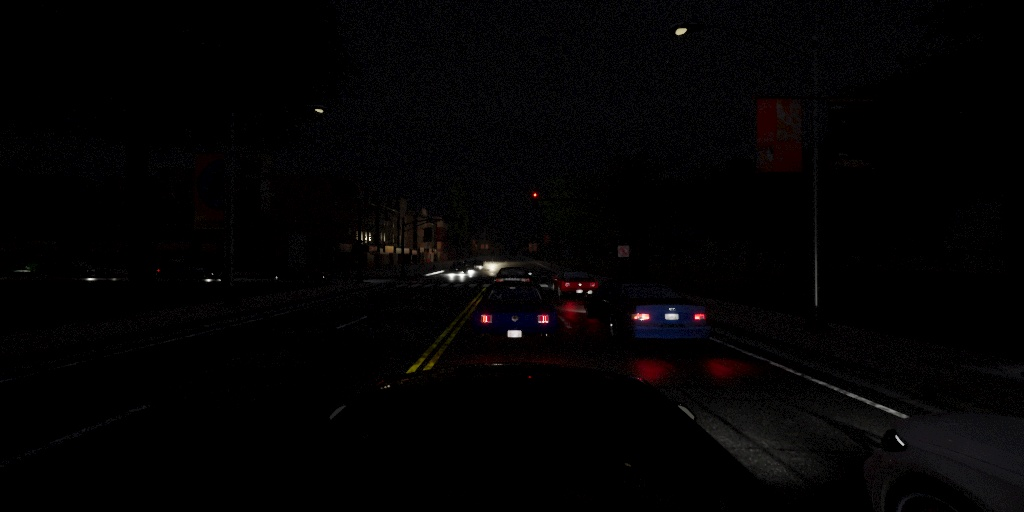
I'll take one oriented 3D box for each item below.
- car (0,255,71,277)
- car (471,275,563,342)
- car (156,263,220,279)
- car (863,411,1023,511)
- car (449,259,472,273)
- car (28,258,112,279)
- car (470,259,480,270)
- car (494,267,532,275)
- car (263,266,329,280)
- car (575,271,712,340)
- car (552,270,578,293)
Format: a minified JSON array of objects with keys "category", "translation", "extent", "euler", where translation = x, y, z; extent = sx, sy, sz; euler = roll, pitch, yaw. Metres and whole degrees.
[{"category":"car","translation":[-44.032,0.886,33.211],"extent":[5.566,2.045,2.150],"euler":[0,0,0]},{"category":"car","translation":[0.078,1.374,9.837],"extent":[1.895,1.301,4.718],"euler":[0,0,0]},{"category":"car","translation":[-27.260,1.325,30.248],"extent":[4.181,1.385,1.994],"euler":[0,0,0]},{"category":"car","translation":[3.344,1.275,0.487],"extent":[1.812,1.442,4.674],"euler":[0,0,0]},{"category":"car","translation":[-6.618,1.427,44.874],"extent":[1.994,1.385,4.181],"euler":[0,0,0]},{"category":"car","translation":[-36.884,1.164,30.260],"extent":[5.008,1.535,1.882],"euler":[0,0,0]},{"category":"car","translation":[-6.615,1.287,54.955],"extent":[2.128,1.511,4.902],"euler":[0,1,0]},{"category":"car","translation":[0.045,1.314,19.178],"extent":[1.882,1.535,5.008],"euler":[0,0,0]},{"category":"car","translation":[-18.098,1.449,30.251],"extent":[4.718,1.301,1.895],"euler":[1,0,0]},{"category":"car","translation":[3.328,1.322,9.963],"extent":[2.033,1.411,5.357],"euler":[0,0,0]},{"category":"car","translation":[3.296,1.440,19.606],"extent":[1.895,1.301,4.718],"euler":[0,0,0]}]
